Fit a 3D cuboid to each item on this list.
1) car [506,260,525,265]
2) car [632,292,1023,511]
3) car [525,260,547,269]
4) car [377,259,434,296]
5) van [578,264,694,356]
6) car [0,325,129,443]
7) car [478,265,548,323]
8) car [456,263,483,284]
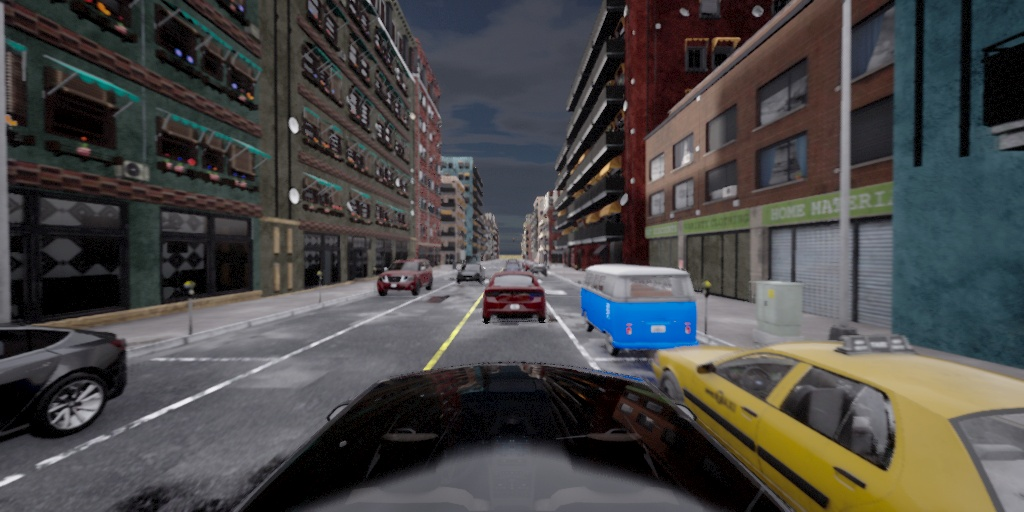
[{"bbox_3d":[0.105,1.413,39.820,1.994,1.385,4.181,0,0,0],"label":"car"},{"bbox_3d":[2.690,1.278,2.905,1.751,1.417,4.829,0,0,0],"label":"car"},{"bbox_3d":[2.694,1.392,36.842,2.007,1.370,4.403,0,0,0],"label":"car"},{"bbox_3d":[-5.689,1.110,19.793,2.192,1.841,5.009,0,0,0],"label":"car"},{"bbox_3d":[2.691,1.107,8.420,1.690,1.789,3.998,0,0,0],"label":"van"},{"bbox_3d":[-5.691,1.318,2.739,1.948,1.339,4.313,0,0,0],"label":"car"},{"bbox_3d":[0.052,1.253,12.343,1.882,1.535,5.008,0,0,-1],"label":"car"},{"bbox_3d":[-3.080,1.320,27.433,1.837,1.490,4.892,0,0,0],"label":"car"}]
